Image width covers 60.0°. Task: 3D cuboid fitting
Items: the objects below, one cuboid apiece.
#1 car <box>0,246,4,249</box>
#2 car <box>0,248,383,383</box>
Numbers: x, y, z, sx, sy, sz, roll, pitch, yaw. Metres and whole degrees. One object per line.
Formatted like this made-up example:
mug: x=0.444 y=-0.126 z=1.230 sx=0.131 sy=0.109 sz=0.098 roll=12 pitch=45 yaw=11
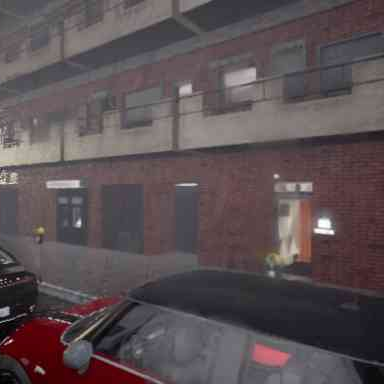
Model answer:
car: x=-4.596 y=1.550 z=6.158 sx=4.403 sy=1.369 sz=2.008 roll=0 pitch=0 yaw=36
car: x=-0.013 y=1.440 z=2.888 sx=4.097 sy=1.590 sz=1.967 roll=0 pitch=0 yaw=36
